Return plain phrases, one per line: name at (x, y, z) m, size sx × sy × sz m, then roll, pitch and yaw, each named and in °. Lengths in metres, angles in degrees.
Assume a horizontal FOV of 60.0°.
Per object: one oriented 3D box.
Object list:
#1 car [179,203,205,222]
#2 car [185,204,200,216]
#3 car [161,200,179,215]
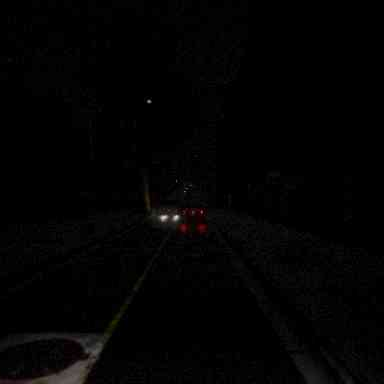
car at (0.090, 1.851, 31.086) m, size 2.097 × 1.767 × 4.553 m, roll 0°, pitch -1°, yaw 0°
car at (0.089, 2.290, 43.477) m, size 1.837 × 1.490 × 4.892 m, roll 0°, pitch -1°, yaw 0°
car at (-2.855, 2.038, 44.763) m, size 2.150 × 2.045 × 5.566 m, roll 0°, pitch -1°, yaw 0°
